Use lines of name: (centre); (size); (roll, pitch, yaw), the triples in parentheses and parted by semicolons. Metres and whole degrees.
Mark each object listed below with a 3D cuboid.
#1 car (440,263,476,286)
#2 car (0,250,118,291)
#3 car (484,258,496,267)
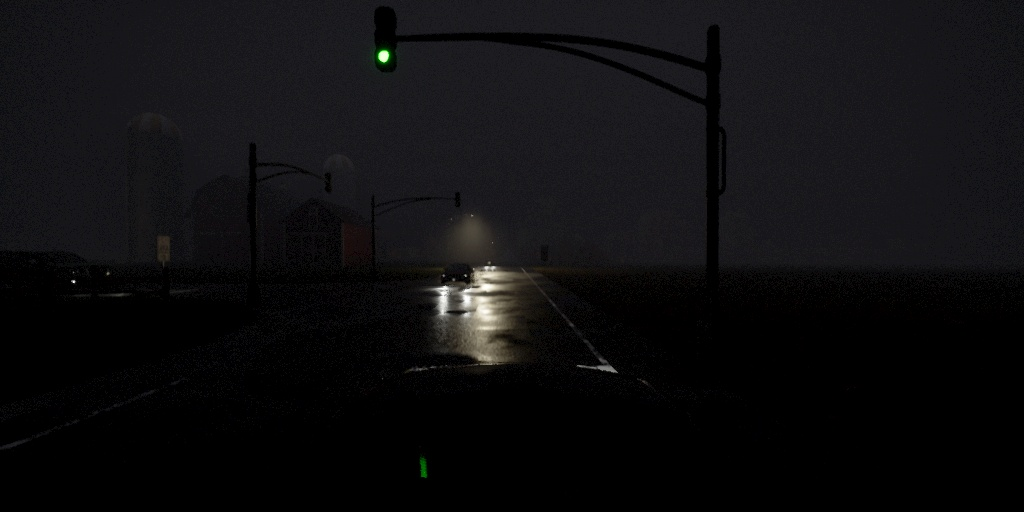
car: (-3.624, 1.209, 24.567); (1.812, 1.442, 4.674); (0, 0, 0)
car: (-23.314, 0.731, 17.910); (5.566, 2.045, 2.150); (1, 1, 0)
car: (-3.848, 1.031, 62.696); (2.128, 1.511, 4.902); (0, 0, 0)
